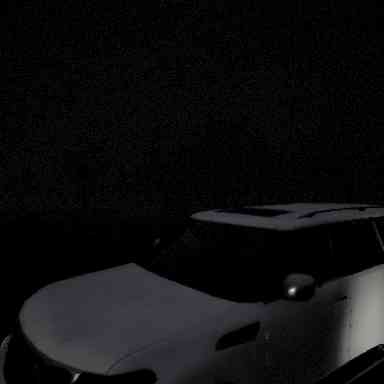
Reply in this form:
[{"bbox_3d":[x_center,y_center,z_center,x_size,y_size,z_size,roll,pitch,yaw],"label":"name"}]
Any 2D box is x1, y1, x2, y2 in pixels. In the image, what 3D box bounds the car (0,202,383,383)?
[{"bbox_3d":[0.856,1.194,4.032,5.566,2.045,2.150,0,1,-36],"label":"car"}]
